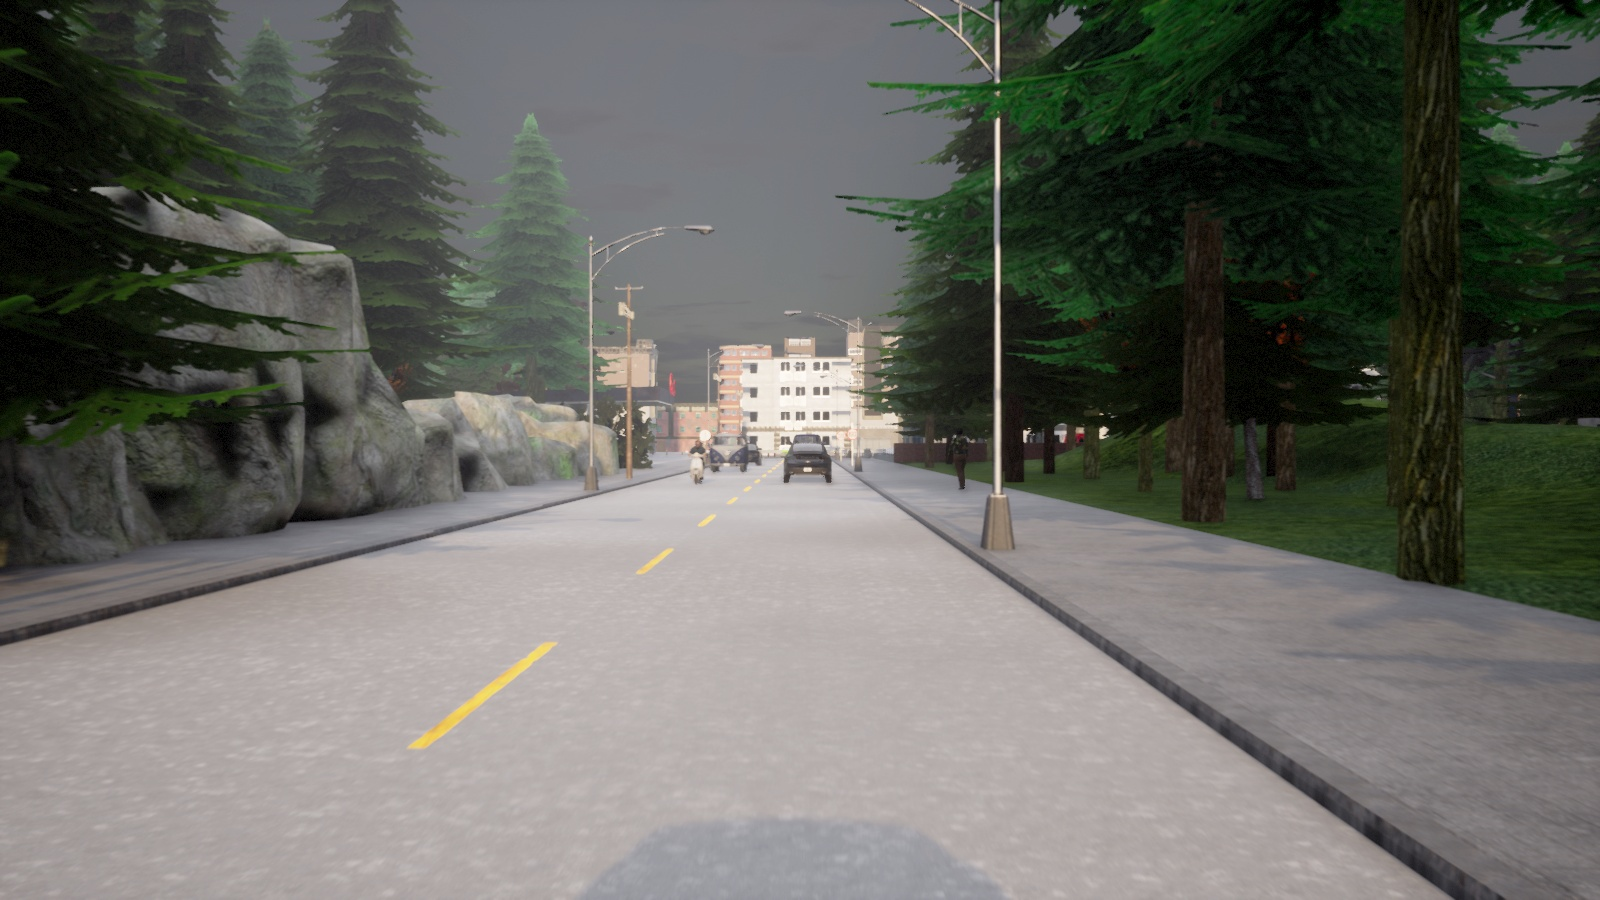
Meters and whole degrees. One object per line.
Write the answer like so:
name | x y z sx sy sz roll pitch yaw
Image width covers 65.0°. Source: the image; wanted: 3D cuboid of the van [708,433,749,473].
van | -3.617 0.135 64.053 1.775 1.987 4.442 0 0 0

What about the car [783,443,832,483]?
car | 0.300 0.471 49.522 1.837 1.490 4.892 0 0 0

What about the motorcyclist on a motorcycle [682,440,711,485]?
motorcyclist on a motorcycle | -3.724 0.441 45.337 0.866 1.590 1.817 0 1 0

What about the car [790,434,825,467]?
car | 0.461 0.010 80.362 2.150 2.045 5.566 0 0 0

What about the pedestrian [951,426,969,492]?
pedestrian | 4.717 0.251 36.987 0.395 1.930 0.692 0 0 -5

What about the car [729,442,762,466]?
car | -3.532 0.258 82.059 1.882 1.535 5.008 0 0 0
